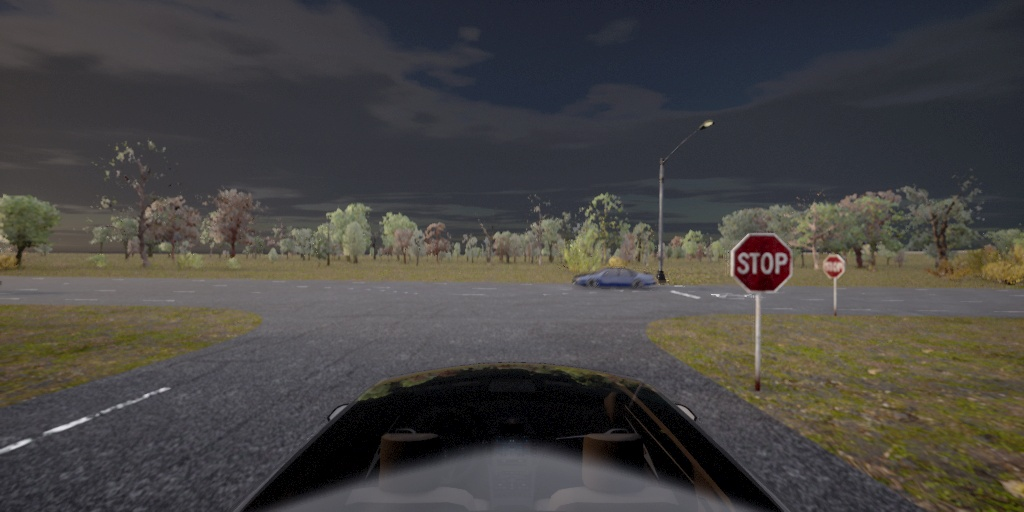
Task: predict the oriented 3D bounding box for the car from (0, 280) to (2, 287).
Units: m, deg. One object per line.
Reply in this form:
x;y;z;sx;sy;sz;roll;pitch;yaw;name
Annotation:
-28.436;1.051;17.677;4.902;1.511;2.128;1;0;0;car

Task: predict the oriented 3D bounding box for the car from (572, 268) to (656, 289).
6.904;1.498;24.395;5.357;1.411;2.033;1;0;0;car
